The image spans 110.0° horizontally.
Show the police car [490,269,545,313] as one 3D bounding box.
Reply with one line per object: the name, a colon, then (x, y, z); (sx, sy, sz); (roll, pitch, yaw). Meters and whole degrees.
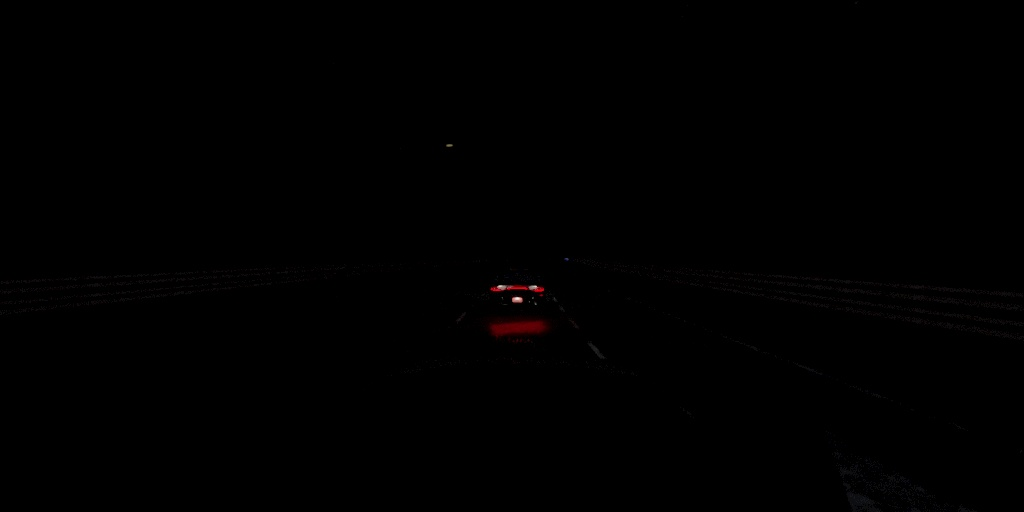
police car: (0.244, 1.281, 14.251); (2.038, 1.542, 4.974); (0, 0, 2)
